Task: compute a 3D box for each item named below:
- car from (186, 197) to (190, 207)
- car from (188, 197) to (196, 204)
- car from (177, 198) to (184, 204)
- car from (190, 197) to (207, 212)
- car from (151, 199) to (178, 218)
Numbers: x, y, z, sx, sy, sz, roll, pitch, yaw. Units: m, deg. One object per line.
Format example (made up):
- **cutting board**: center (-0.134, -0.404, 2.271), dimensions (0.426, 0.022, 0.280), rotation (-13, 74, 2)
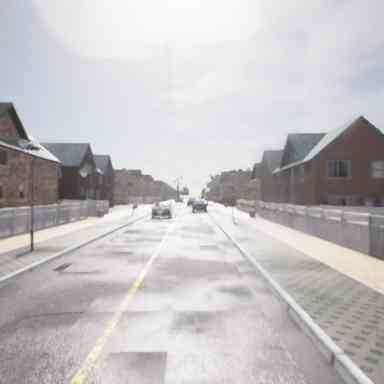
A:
- **car**: center (-0.015, 1.950, 61.775), dimensions (1.837, 1.490, 4.892), rotation (0, 0, 0)
- **car**: center (-0.018, 1.881, 77.957), dimensions (1.882, 1.535, 5.008), rotation (0, -1, 0)
- **car**: center (-2.767, 2.032, 74.679), dimensions (1.895, 1.301, 4.718), rotation (0, -1, 0)
- **car**: center (0.952, 1.774, 43.206), dimensions (1.882, 1.535, 5.008), rotation (0, 0, 0)
- **car**: center (-2.850, 1.705, 32.426), dimensions (2.128, 1.511, 4.902), rotation (0, 0, 0)
